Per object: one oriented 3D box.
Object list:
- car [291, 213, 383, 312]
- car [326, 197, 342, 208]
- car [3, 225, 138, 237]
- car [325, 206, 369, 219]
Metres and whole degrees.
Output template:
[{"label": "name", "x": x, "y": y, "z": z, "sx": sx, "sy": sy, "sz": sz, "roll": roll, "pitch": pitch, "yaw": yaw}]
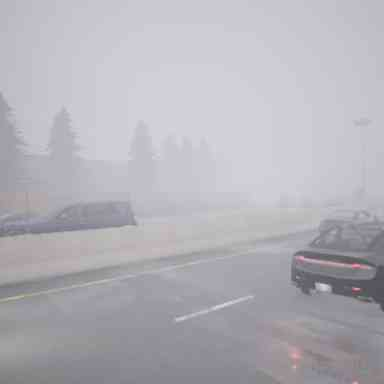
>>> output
[{"label": "car", "x": 4.158, "y": 1.479, "z": 7.593, "sx": 4.902, "sy": 1.511, "sz": 2.128, "roll": -1, "pitch": 0, "yaw": -42}, {"label": "car", "x": 20.611, "y": 1.530, "z": 48.151, "sx": 2.033, "sy": 1.411, "sz": 5.357, "roll": -1, "pitch": 0, "yaw": 24}, {"label": "car", "x": -4.890, "y": 1.405, "z": 13.799, "sx": 5.566, "sy": 2.045, "sz": 2.150, "roll": -1, "pitch": 0, "yaw": -41}, {"label": "car", "x": 7.625, "y": 1.510, "z": 15.848, "sx": 1.812, "sy": 1.442, "sz": 4.674, "roll": -1, "pitch": 0, "yaw": 44}]
